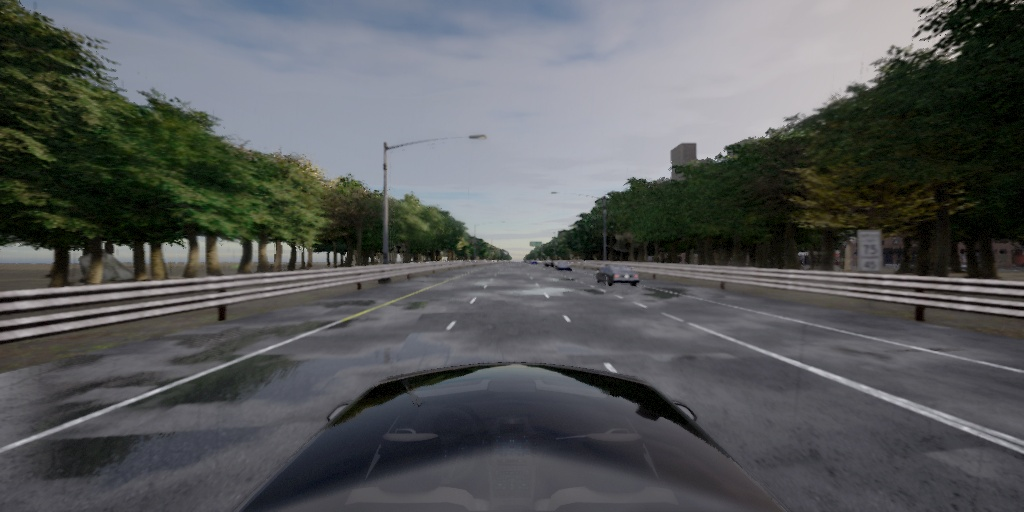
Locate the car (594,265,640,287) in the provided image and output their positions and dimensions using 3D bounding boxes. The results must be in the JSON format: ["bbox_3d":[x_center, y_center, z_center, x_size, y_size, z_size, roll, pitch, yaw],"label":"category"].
[{"bbox_3d":[7.015,1.306,24.453,2.033,1.411,5.357,0,0,0],"label":"car"}]

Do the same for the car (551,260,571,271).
[{"bbox_3d":[7.082,1.419,50.790,1.994,1.385,4.181,0,-1,0],"label":"car"}]
